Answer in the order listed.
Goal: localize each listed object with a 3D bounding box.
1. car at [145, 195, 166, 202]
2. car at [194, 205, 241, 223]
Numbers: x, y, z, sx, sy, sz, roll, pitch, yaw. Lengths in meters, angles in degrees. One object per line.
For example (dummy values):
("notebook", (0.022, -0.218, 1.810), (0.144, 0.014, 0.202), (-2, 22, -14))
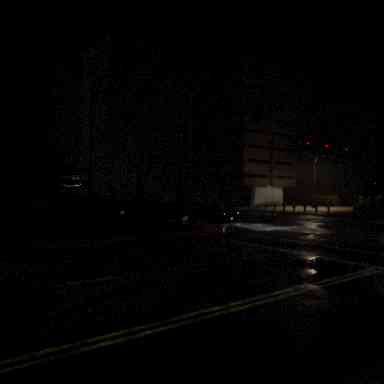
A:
("car", (-4.270, 1.362, 36.241), (2.150, 2.045, 5.566), (1, 0, -36))
("car", (1.863, 1.741, 27.549), (1.895, 1.301, 4.718), (1, 0, -34))
